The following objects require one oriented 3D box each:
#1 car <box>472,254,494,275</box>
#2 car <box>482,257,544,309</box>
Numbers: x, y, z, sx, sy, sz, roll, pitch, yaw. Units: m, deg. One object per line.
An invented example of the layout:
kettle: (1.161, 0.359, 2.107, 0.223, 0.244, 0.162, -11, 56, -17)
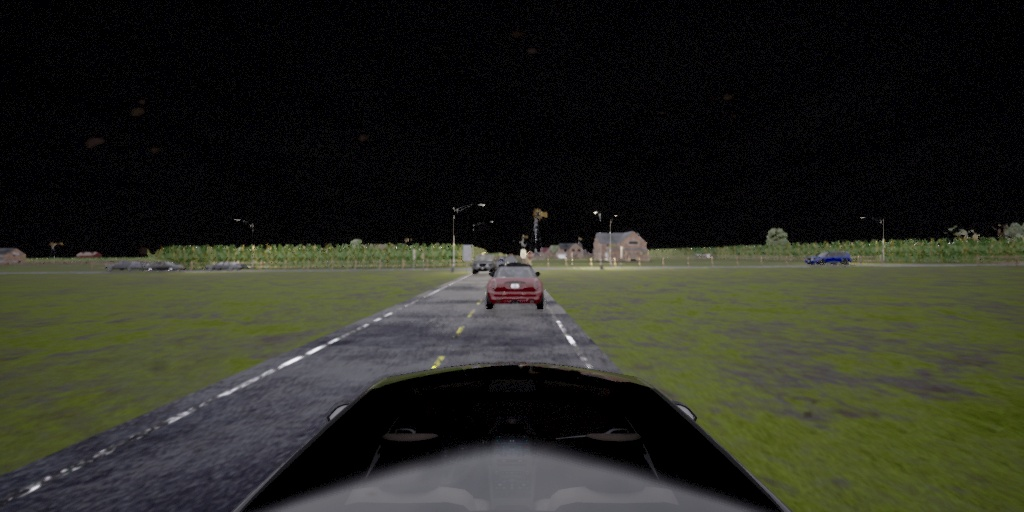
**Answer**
car: (-2.759, 0.839, 36.744, 2.150, 2.045, 5.566, 0, 0, 0)
car: (0.106, 1.049, 14.664, 2.097, 1.767, 4.553, 0, 0, 0)
